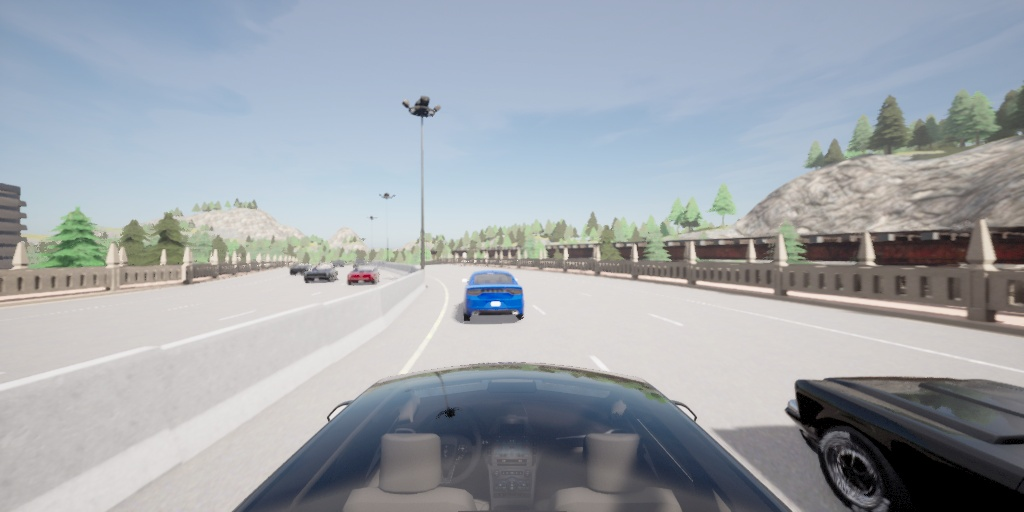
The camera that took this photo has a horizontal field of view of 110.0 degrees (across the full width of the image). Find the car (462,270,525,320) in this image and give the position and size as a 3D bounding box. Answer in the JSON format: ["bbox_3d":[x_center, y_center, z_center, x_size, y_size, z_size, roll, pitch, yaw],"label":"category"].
[{"bbox_3d":[-0.755,1.231,12.787,1.882,1.535,5.008,0,0,-7],"label":"car"}]

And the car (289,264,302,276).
[{"bbox_3d":[-23.657,1.516,40.232,1.895,1.301,4.718,0,0,-25],"label":"car"}]

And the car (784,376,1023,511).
[{"bbox_3d":[3.502,1.338,1.220,1.895,1.301,4.718,0,0,0],"label":"car"}]

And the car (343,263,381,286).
[{"bbox_3d":[-10.745,1.413,26.209,1.895,1.301,4.718,0,0,-16],"label":"car"}]

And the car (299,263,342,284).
[{"bbox_3d":[-15.140,1.445,28.623,1.895,1.301,4.718,0,0,-19],"label":"car"}]
